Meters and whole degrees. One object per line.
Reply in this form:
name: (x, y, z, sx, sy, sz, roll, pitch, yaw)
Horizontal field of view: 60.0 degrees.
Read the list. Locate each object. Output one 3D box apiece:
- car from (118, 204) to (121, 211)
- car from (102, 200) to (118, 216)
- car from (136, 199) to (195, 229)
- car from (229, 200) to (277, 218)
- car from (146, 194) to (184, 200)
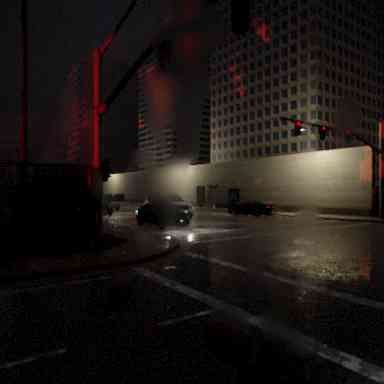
car: (-10.032, 1.555, 38.876, 1.895, 1.301, 4.718, 0, 0, -35)
car: (-9.022, 1.477, 31.425, 1.812, 1.442, 4.674, 0, 0, -35)
car: (-1.987, 1.456, 21.518, 1.837, 1.490, 4.892, 0, 0, -35)
car: (5.337, 1.449, 29.722, 2.128, 1.511, 4.902, 0, 0, -36)
car: (-2.052, 1.175, 27.677, 2.150, 2.045, 5.566, 0, 0, -35)
